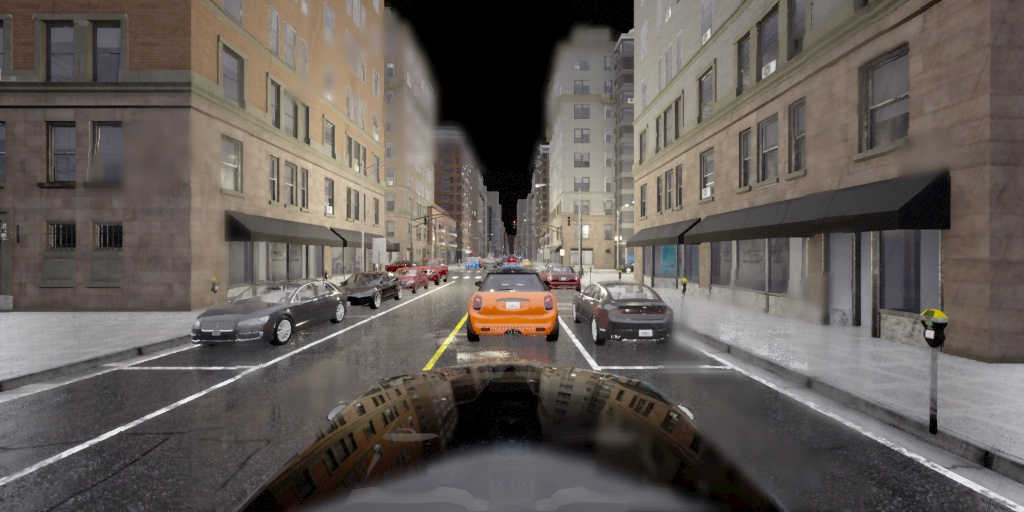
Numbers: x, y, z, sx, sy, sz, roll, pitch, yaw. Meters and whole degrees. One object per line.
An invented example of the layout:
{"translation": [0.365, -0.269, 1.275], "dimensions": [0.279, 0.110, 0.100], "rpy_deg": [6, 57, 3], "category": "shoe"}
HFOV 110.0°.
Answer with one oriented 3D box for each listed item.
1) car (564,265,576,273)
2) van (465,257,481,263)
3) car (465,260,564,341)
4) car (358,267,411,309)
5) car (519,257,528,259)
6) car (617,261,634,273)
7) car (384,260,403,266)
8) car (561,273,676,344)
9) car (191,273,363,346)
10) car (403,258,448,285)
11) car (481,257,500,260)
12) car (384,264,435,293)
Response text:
{"translation": [2.657, 1.187, 20.378], "dimensions": [1.967, 1.591, 4.097], "rpy_deg": [0, 0, 0], "category": "car"}
{"translation": [-5.892, 1.079, 52.818], "dimensions": [1.690, 1.789, 3.998], "rpy_deg": [0, 0, 0], "category": "van"}
{"translation": [0.014, 1.101, 9.987], "dimensions": [2.097, 1.767, 4.553], "rpy_deg": [0, 0, 0], "category": "car"}
{"translation": [-5.865, 1.314, 14.823], "dimensions": [1.948, 1.339, 4.313], "rpy_deg": [0, 0, 0], "category": "car"}
{"translation": [2.626, 1.260, 64.209], "dimensions": [1.751, 1.417, 4.829], "rpy_deg": [0, 0, 0], "category": "car"}
{"translation": [14.539, 1.238, 41.011], "dimensions": [4.892, 1.490, 1.837], "rpy_deg": [0, 0, 1], "category": "car"}
{"translation": [-12.773, 1.224, 40.718], "dimensions": [5.008, 1.535, 1.882], "rpy_deg": [0, 1, -4], "category": "car"}
{"translation": [2.665, 1.300, 9.328], "dimensions": [2.007, 1.370, 4.403], "rpy_deg": [0, 0, 0], "category": "car"}
{"translation": [-5.861, 1.300, 9.299], "dimensions": [2.007, 1.370, 4.403], "rpy_deg": [0, 0, 0], "category": "car"}
{"translation": [-5.873, 1.061, 25.870], "dimensions": [2.192, 1.841, 5.009], "rpy_deg": [0, 0, 0], "category": "car"}
{"translation": [-3.128, 1.264, 52.069], "dimensions": [1.812, 1.442, 4.674], "rpy_deg": [0, 0, 0], "category": "car"}
{"translation": [-5.869, 1.330, 20.347], "dimensions": [1.802, 1.307, 4.207], "rpy_deg": [0, 0, 0], "category": "car"}
